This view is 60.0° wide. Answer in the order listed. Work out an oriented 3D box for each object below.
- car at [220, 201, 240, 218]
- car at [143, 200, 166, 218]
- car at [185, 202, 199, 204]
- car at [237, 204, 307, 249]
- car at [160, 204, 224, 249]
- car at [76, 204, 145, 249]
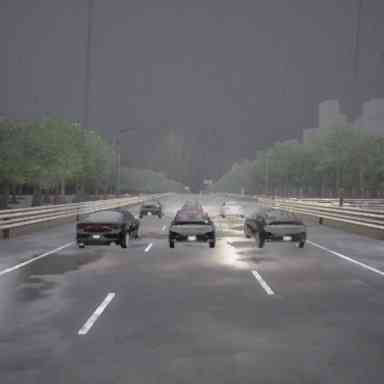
[{"bbox_3d":[3.500,1.529,29.649,1.812,1.442,4.674,0,0,0],"label":"car"},{"bbox_3d":[-3.500,1.512,29.650,1.837,1.490,4.892,0,0,0],"label":"car"},{"bbox_3d":[0.000,1.569,29.650,1.994,1.385,4.181,0,0,0],"label":"car"},{"bbox_3d":[3.500,1.495,14.650,2.128,1.511,4.902,0,0,0],"label":"car"},{"bbox_3d":[0.000,1.495,14.650,2.128,1.511,4.902,0,0,0],"label":"car"},{"bbox_3d":[-3.500,1.485,14.650,1.882,1.535,5.008,0,0,0],"label":"car"}]
